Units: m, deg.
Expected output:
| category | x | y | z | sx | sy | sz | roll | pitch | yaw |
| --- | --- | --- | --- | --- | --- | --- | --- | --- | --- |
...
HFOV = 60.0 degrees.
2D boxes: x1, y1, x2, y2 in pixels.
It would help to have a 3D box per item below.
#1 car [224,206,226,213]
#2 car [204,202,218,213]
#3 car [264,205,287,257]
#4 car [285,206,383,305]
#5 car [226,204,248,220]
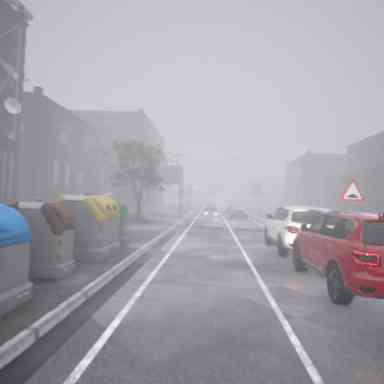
| category | x | y | z | sx | sy | sz | roll | pitch | yaw |
| --- | --- | --- | --- | --- | --- | --- | --- | --- | --- |
| car | 5.719 | 2.445 | 47.418 | 1.994 | 1.385 | 4.181 | 2 | -1 | 4 |
| car | 2.936 | 2.307 | 51.076 | 1.837 | 1.490 | 4.892 | 2 | -1 | 3 |
| car | 4.667 | 1.631 | 14.847 | 2.150 | 2.045 | 5.566 | 2 | -1 | 3 |
| car | 4.307 | 1.528 | 8.857 | 2.150 | 2.045 | 5.566 | 2 | -1 | 3 |
| car | 5.132 | 2.258 | 36.959 | 1.812 | 1.442 | 4.674 | 2 | -1 | 4 |
